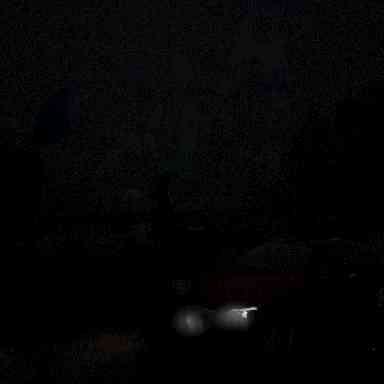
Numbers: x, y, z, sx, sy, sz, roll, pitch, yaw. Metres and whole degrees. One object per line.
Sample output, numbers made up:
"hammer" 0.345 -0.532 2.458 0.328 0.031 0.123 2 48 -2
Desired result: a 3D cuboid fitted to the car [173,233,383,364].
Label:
"car" 1.890 1.517 5.940 4.674 1.442 1.812 0 0 -35
